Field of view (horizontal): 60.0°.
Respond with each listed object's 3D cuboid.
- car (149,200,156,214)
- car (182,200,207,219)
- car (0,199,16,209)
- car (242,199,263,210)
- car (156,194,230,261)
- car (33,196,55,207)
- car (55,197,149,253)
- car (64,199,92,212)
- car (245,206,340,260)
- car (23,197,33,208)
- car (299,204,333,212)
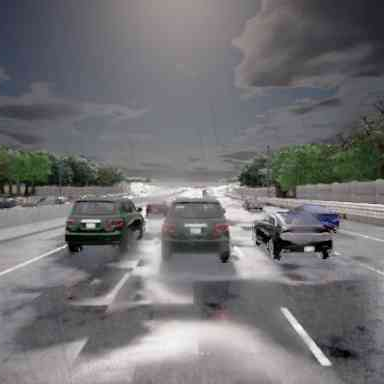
[{"bbox_3d":[-3.284,1.492,32.226,1.882,1.535,5.008,0,0,0],"label":"car"},{"bbox_3d":[0.206,1.504,30.642,2.128,1.511,4.902,0,0,0],"label":"car"},{"bbox_3d":[-24.387,1.569,42.020,2.033,1.411,5.357,0,0,1],"label":"car"},{"bbox_3d":[7.275,1.571,40.156,2.033,1.411,5.357,0,0,1],"label":"car"},{"bbox_3d":[0.120,1.220,12.328,2.150,2.045,5.566,0,0,0],"label":"car"},{"bbox_3d":[-17.395,1.527,41.301,1.837,1.490,4.892,0,0,1],"label":"car"},{"bbox_3d":[-3.376,1.220,13.796,2.150,2.045,5.566,0,0,0],"label":"car"},{"bbox_3d":[-13.902,1.585,40.739,1.994,1.385,4.181,0,0,1],"label":"car"},{"bbox_3d":[3.519,1.490,12.382,2.128,1.511,4.902,0,0,0],"label":"car"},{"bbox_3d":[-20.854,1.375,44.850,2.097,1.767,4.553,0,0,1],"label":"car"},{"bbox_3d":[7.099,1.480,20.030,1.882,1.535,5.008,0,0,1],"label":"car"}]
